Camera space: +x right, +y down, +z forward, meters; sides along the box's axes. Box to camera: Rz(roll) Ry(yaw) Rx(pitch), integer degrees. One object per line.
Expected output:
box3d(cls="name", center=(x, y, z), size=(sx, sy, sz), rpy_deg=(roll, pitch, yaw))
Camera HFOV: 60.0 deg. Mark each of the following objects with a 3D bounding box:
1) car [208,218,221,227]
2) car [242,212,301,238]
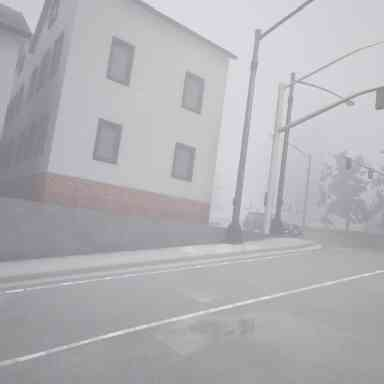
box3d(cls="car", center=(0.984, 3.291, 37.918), size=(2.033, 1.411, 5.357), rpy_deg=(12, -7, -35))
box3d(cls="car", center=(6.986, 2.946, 29.608), size=(2.150, 2.045, 5.566), rpy_deg=(12, -7, -35))
